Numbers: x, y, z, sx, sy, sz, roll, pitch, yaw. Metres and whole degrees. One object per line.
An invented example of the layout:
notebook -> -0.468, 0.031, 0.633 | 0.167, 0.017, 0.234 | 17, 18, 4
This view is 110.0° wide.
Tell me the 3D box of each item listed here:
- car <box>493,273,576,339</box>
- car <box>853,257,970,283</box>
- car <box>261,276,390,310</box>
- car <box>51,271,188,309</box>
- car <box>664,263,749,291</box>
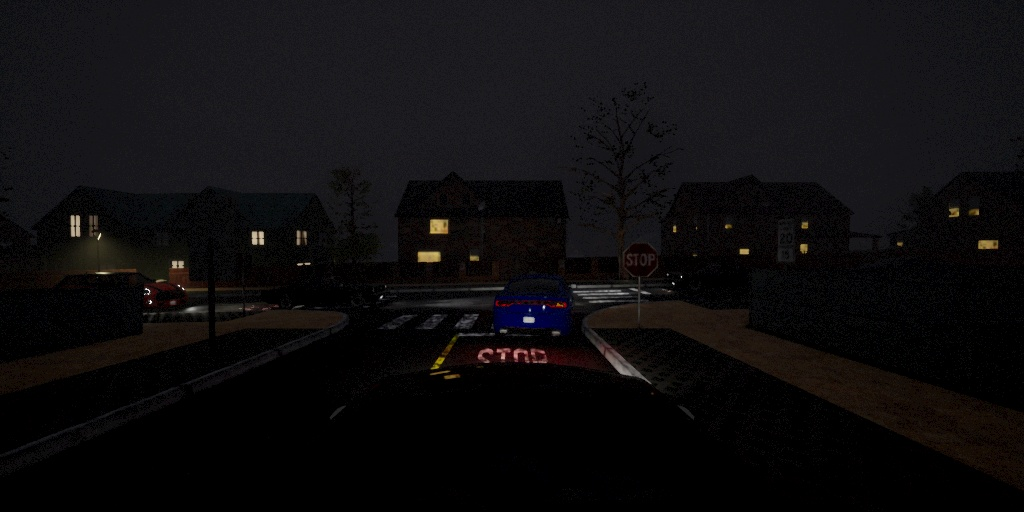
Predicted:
car -> 0.786, 1.226, 10.175 | 1.882, 1.535, 5.008 | 0, 0, 10
car -> 20.055, 0.753, 18.347 | 5.357, 1.411, 2.033 | -1, 1, 0
car -> -7.812, 1.506, 15.382 | 4.718, 1.301, 1.895 | -1, 1, 0
car -> -16.800, 1.472, 15.374 | 4.553, 1.767, 2.097 | -1, 1, 0
car -> 10.409, 1.034, 18.311 | 4.718, 1.301, 1.895 | -1, 1, -1
